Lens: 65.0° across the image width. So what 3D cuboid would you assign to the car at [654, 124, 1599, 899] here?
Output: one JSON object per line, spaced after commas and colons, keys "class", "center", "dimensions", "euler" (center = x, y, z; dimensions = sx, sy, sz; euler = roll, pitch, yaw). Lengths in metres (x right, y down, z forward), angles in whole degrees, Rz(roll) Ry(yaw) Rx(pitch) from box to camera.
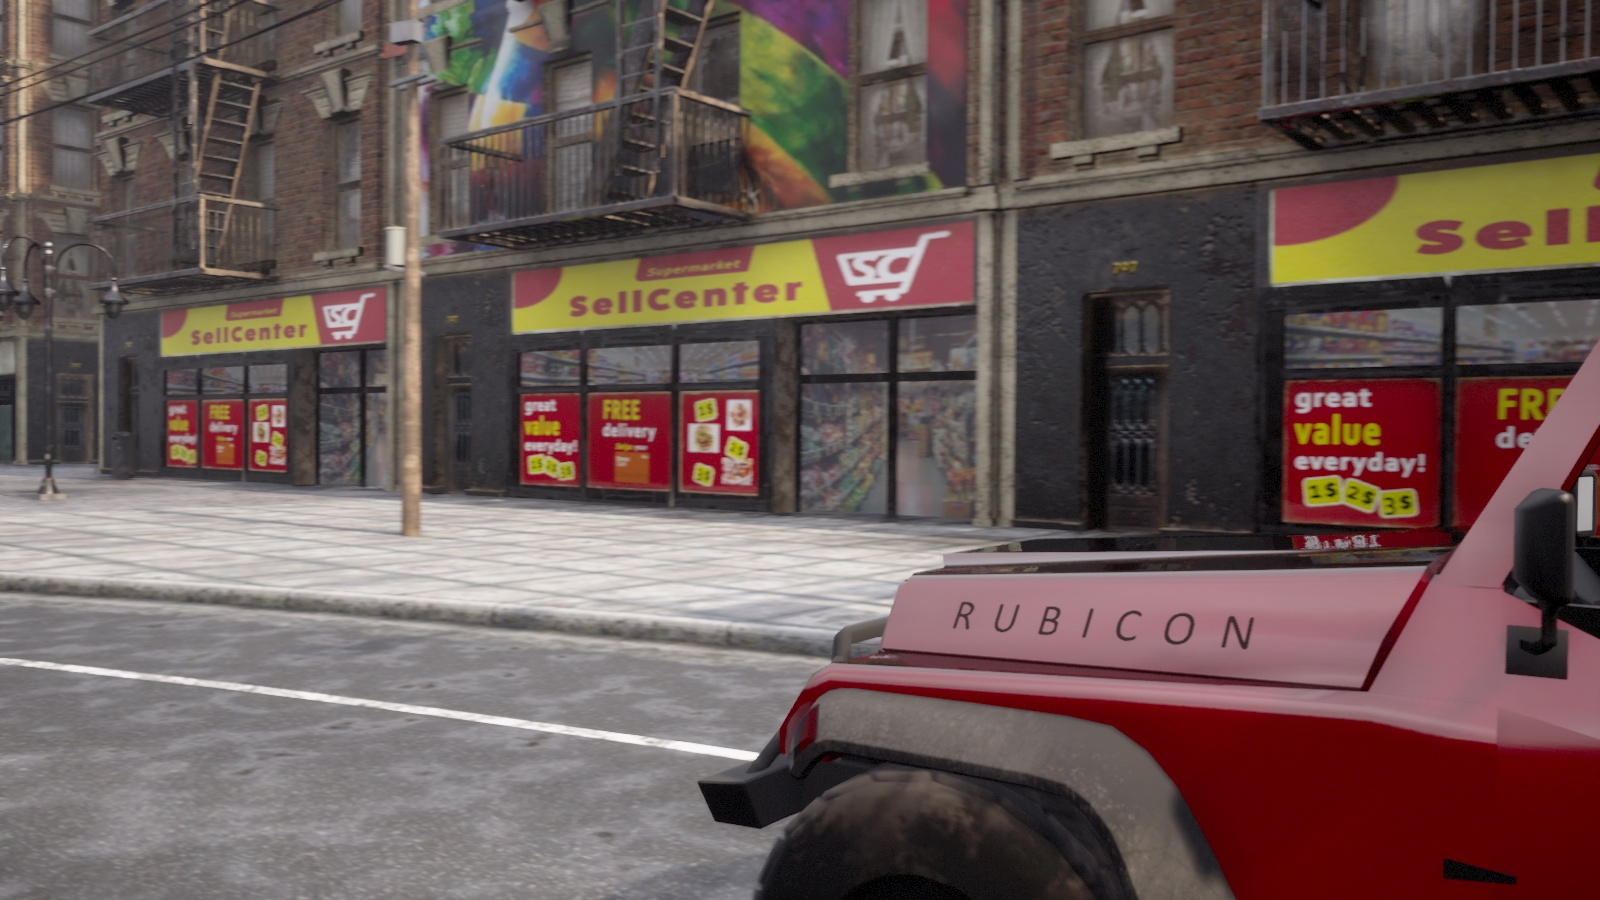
{"class": "car", "center": [1.836, 0.474, 2.406], "dimensions": [3.866, 1.878, 1.905], "euler": [0, 1, 33]}
